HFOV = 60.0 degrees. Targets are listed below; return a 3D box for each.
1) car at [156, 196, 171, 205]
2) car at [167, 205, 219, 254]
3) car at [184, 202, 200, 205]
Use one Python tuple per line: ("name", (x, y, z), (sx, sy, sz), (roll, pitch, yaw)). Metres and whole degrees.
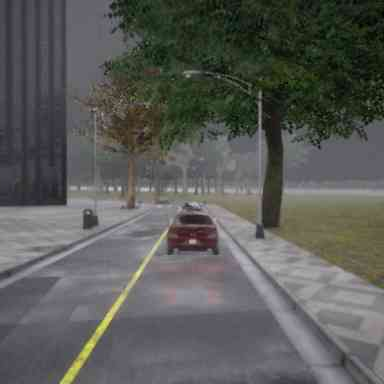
("car", (-4.999, 1.456, 57.158), (1.882, 1.535, 5.008), (0, 0, -16))
("car", (0.047, 1.522, 13.743), (1.882, 1.535, 5.008), (0, 0, 0))
("car", (0.007, 1.577, 28.286), (1.812, 1.442, 4.674), (0, 0, 0))
